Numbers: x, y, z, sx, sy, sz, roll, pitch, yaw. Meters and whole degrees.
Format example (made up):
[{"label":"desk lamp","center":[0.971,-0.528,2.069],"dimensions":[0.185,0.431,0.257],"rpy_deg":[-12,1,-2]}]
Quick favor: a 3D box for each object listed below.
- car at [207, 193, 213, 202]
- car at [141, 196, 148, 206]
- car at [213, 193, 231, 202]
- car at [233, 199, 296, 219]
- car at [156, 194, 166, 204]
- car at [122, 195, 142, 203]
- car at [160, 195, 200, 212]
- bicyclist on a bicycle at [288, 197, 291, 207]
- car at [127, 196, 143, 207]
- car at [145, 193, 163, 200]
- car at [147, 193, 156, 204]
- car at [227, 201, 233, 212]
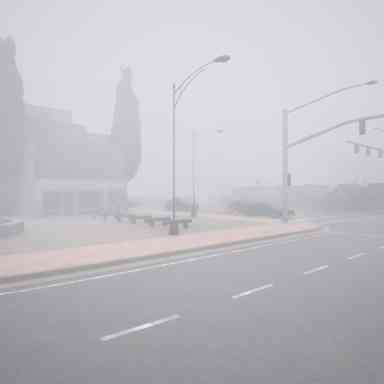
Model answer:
[{"label":"car","center":[4.955,1.156,71.218],"dimensions":[3.866,1.878,1.905],"rpy_deg":[0,0,-42]},{"label":"car","center":[-9.634,1.601,54.569],"dimensions":[1.895,1.301,4.718],"rpy_deg":[0,0,-40]},{"label":"car","center":[6.873,1.395,69.050],"dimensions":[3.806,1.475,1.970],"rpy_deg":[0,0,-42]},{"label":"car","center":[6.587,1.547,29.871],"dimensions":[2.033,1.411,5.357],"rpy_deg":[0,0,-39]},{"label":"car","center":[-6.065,1.564,61.442],"dimensions":[1.994,1.385,4.181],"rpy_deg":[0,0,-40]},{"label":"car","center":[-12.514,1.478,68.999],"dimensions":[1.882,1.535,5.008],"rpy_deg":[0,0,-40]},{"label":"car","center":[-1.218,1.478,39.159],"dimensions":[1.882,1.535,5.008],"rpy_deg":[0,0,-40]},{"label":"bicyclist on a bicycle","center":[12.890,1.261,44.827],"dimensions":[1.656,1.620,0.582],"rpy_deg":[-7,4,-40]},{"label":"car","center":[-9.703,1.600,49.202],"dimensions":[1.895,1.301,4.718],"rpy_deg":[0,0,-40]},{"label":"car","center":[-10.018,1.153,88.037],"dimensions":[4.605,1.855,1.932],"rpy_deg":[0,0,-42]},{"label":"car","center":[-9.146,1.491,59.660],"dimensions":[2.128,1.511,4.902],"rpy_deg":[0,0,-40]},{"label":"car","center":[5.977,1.491,36.072],"dimensions":[2.128,1.511,4.902],"rpy_deg":[0,0,-40]}]
